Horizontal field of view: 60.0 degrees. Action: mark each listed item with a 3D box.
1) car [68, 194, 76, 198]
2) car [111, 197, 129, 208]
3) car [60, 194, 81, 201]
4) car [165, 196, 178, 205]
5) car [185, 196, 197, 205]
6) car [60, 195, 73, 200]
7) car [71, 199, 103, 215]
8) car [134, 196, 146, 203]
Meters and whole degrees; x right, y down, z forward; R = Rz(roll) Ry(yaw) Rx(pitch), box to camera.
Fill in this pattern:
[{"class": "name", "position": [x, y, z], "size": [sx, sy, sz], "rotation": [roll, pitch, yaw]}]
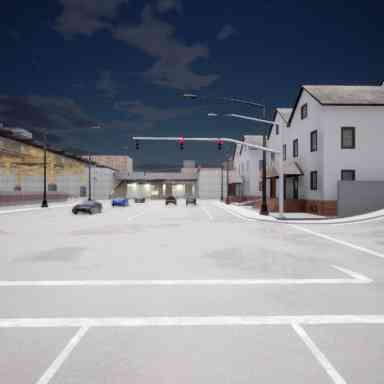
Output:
[{"class": "car", "position": [-31.887, 1.452, 84.254], "size": [2.038, 1.542, 4.974], "rotation": [0, 0, -37]}, {"class": "car", "position": [-10.718, 1.477, 49.682], "size": [1.882, 1.535, 5.008], "rotation": [0, 0, 0]}, {"class": "car", "position": [-32.691, 1.452, 89.619], "size": [2.038, 1.542, 4.974], "rotation": [0, 0, 28]}, {"class": "car", "position": [-3.644, 1.505, 58.602], "size": [1.837, 1.490, 4.892], "rotation": [0, 0, 0]}, {"class": "car", "position": [-0.145, 1.489, 58.611], "size": [2.128, 1.511, 4.902], "rotation": [0, 0, 0]}, {"class": "car", "position": [-31.919, 1.295, 84.296], "size": [1.853, 1.218, 4.536], "rotation": [0, 0, -37]}, {"class": "car", "position": [-10.684, 1.547, 34.369], "size": [2.033, 1.411, 5.357], "rotation": [0, 0, 0]}, {"class": "car", "position": [-10.668, 1.548, 68.496], "size": [1.812, 1.442, 4.674], "rotation": [0, 0, 0]}]
